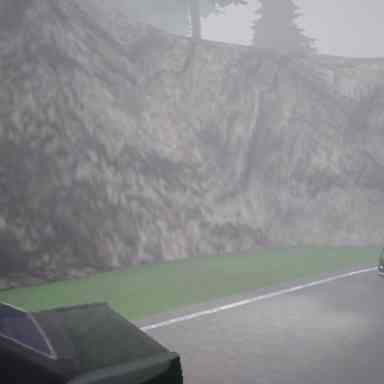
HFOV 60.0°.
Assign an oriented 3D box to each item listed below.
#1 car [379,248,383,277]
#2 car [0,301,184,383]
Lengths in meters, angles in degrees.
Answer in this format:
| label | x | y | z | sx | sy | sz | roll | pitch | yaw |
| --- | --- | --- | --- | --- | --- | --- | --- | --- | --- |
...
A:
| label | x | y | z | sx | sy | sz | roll | pitch | yaw |
| --- | --- | --- | --- | --- | --- | --- | --- | --- | --- |
| car | 6.847 | 1.486 | 8.289 | 4.902 | 1.511 | 2.128 | 0 | 0 | -24 |
| car | -2.480 | 1.602 | 2.242 | 4.718 | 1.301 | 1.895 | 0 | 0 | -36 |
